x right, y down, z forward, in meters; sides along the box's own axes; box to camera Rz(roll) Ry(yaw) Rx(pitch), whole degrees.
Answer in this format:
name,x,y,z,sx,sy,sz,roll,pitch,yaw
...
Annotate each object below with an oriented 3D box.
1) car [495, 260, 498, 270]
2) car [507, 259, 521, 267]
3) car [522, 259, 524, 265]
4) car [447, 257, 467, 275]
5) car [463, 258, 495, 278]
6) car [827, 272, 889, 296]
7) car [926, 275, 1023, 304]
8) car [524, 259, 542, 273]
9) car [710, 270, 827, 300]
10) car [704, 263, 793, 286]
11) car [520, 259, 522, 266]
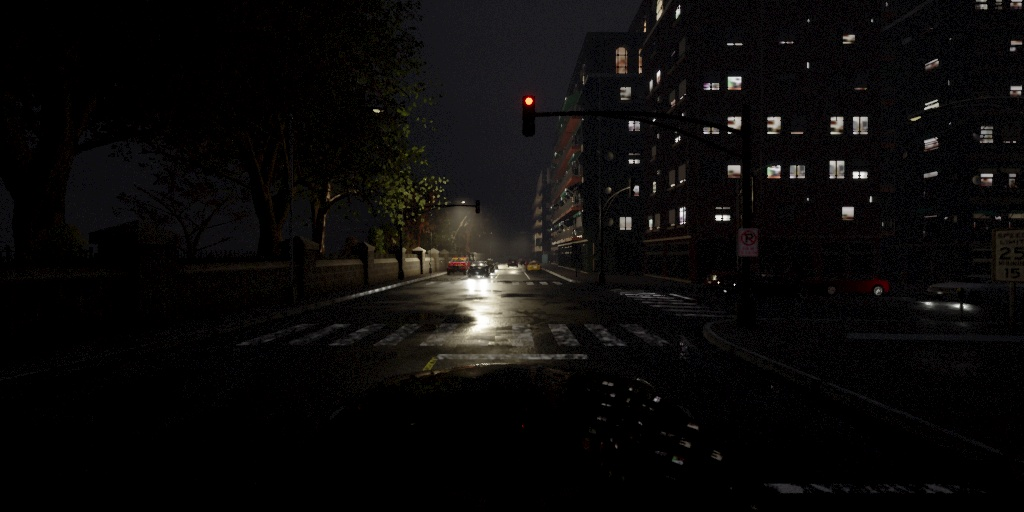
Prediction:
name,x,y,z,sx,sy,sz,roll,pitch,yaw
car,-3.067,1.263,43.676,1.837,1.490,4.892,0,0,0
car,0.145,1.320,64.342,2.033,1.411,5.357,0,0,-1
car,2.725,1.307,49.631,1.888,1.381,4.507,0,0,0
car,-5.664,1.070,38.566,2.192,1.841,5.009,0,0,0
car,-3.078,1.245,34.325,2.128,1.511,4.902,0,0,0
car,20.307,1.671,21.980,4.507,1.381,1.888,0,0,0
car,25.449,1.755,19.396,4.674,1.442,1.812,1,0,0
car,2.721,1.283,44.266,1.751,1.417,4.829,0,0,0
car,13.716,1.618,19.370,4.718,1.301,1.895,1,0,0
car,14.612,1.338,21.966,5.009,1.841,2.192,0,0,0
car,2.729,1.316,55.166,2.007,1.370,4.403,0,0,0
